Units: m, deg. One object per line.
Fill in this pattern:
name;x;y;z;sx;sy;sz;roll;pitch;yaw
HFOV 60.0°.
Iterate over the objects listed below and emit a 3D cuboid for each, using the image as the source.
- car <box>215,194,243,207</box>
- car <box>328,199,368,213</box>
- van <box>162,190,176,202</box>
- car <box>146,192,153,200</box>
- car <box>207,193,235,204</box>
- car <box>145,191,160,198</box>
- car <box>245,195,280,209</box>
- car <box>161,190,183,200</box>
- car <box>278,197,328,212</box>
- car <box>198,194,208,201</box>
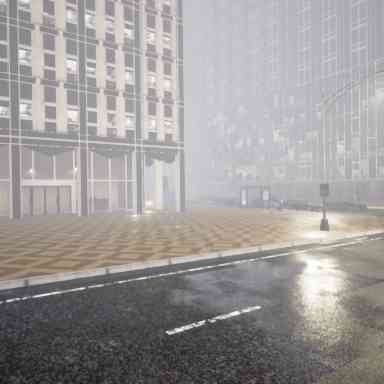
car;5.617;1.318;45.554;1.947;1.339;4.313;-1;1;-34
car;16.084;1.406;34.974;1.994;1.385;4.181;-1;1;-35
van;-3.994;0.935;59.633;1.690;1.788;3.998;0;1;-34
car;-10.432;1.037;69.004;2.008;1.369;4.403;0;1;-34
car;4.963;1.264;51.174;1.895;1.301;4.718;-1;1;-34
car;-9.963;0.684;83.115;1.967;1.590;4.097;0;1;-34
car;8.788;1.386;40.838;1.802;1.307;4.206;-1;1;-34
car;-4.346;0.638;70.328;2.150;2.045;5.566;-1;1;-34
car;11.992;1.422;36.141;1.947;1.339;4.313;-1;1;-34
car;2.913;1.041;64.380;1.802;1.307;4.206;-1;1;-34
